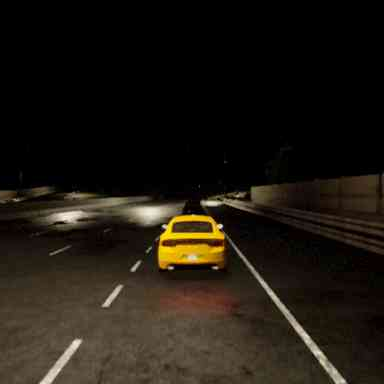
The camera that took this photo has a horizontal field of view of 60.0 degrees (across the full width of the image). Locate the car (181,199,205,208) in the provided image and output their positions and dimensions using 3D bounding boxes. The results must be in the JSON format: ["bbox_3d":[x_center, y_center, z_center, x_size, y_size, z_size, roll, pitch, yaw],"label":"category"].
[{"bbox_3d":[0.088,1.623,29.124,1.837,1.490,4.892,0,0,0],"label":"car"}]

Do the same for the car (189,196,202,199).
[{"bbox_3d":[0.184,1.673,45.560,1.882,1.535,5.008,0,0,0],"label":"car"}]

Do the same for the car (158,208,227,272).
[{"bbox_3d":[0.023,1.519,10.929,1.882,1.535,5.008,0,0,0],"label":"car"}]

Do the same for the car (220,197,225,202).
[{"bbox_3d":[9.168,2.044,88.125,1.895,1.301,4.718,0,-1,24],"label":"car"}]
